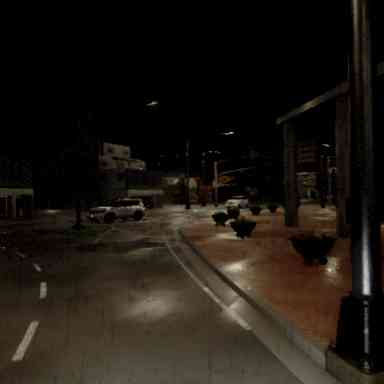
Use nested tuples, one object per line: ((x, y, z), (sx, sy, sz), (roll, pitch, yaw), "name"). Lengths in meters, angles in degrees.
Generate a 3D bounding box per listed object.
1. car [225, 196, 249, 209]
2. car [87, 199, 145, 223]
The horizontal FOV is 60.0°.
((7.256, 1.654, 52.879), (2.150, 2.045, 5.566), (-1, -1, 30), "car")
((-6.722, 1.649, 30.171), (2.150, 2.045, 5.566), (-1, -1, 38), "car")
